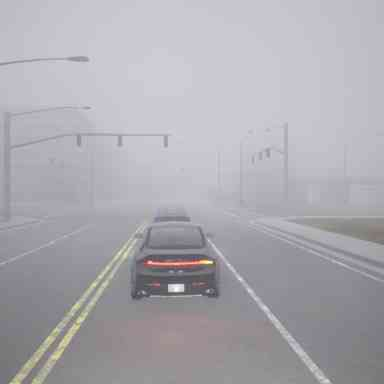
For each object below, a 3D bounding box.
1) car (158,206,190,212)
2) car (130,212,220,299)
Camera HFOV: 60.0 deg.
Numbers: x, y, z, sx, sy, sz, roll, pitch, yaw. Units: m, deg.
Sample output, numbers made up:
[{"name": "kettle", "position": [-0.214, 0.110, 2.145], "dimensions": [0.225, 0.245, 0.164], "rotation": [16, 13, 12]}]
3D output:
[{"name": "car", "position": [-1.086, 1.477, 17.956], "dimensions": [1.882, 1.535, 5.008], "rotation": [0, 0, -4]}, {"name": "car", "position": [-0.445, 1.505, 8.484], "dimensions": [1.837, 1.490, 4.892], "rotation": [0, 0, -4]}]
